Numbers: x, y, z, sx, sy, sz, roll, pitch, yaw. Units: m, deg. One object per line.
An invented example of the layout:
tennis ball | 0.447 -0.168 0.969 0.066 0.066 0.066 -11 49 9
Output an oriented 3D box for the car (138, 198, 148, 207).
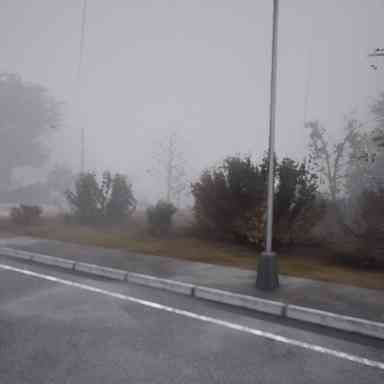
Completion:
car | -9.787 1.846 60.970 2.097 1.767 4.553 2 -2 20
